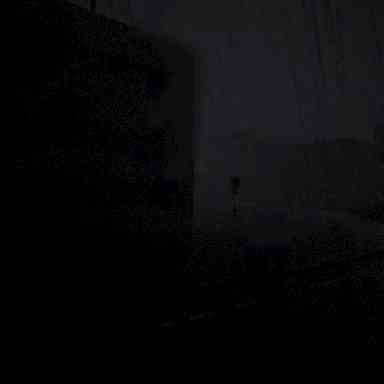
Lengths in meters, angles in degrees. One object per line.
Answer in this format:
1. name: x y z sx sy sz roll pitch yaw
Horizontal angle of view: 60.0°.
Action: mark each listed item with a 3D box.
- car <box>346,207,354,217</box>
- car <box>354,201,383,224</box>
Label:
1. car: 18.488 1.956 35.062 2.128 1.511 4.902 2 -1 -17
2. car: 16.113 1.687 27.918 2.097 1.767 4.553 2 0 -5
